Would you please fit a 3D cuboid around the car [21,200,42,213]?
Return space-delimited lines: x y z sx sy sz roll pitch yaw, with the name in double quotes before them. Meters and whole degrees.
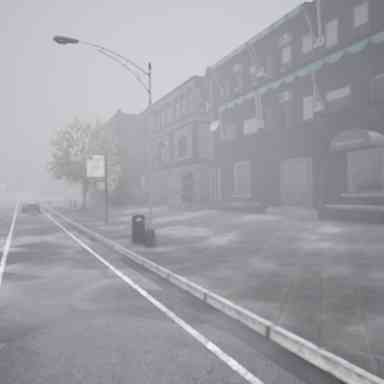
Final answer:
"car" -18.782 1.690 38.851 1.812 1.442 4.674 0 0 -27
